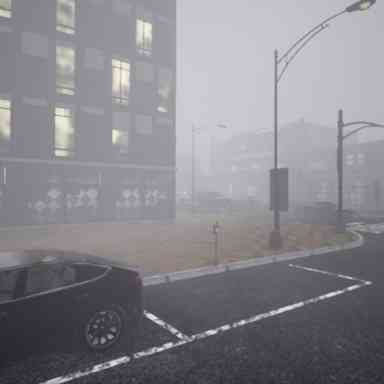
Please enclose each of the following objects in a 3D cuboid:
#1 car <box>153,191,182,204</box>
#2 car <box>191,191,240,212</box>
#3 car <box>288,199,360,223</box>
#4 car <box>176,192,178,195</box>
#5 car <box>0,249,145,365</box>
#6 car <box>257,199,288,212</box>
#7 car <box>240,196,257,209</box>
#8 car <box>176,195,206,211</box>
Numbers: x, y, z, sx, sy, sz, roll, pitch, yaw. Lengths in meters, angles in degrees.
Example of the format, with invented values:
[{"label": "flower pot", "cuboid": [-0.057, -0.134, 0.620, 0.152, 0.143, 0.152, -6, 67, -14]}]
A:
[{"label": "car", "cuboid": [-3.949, 0.790, 52.065, 2.192, 1.841, 5.009, 1, 0, -36]}, {"label": "car", "cuboid": [1.914, 0.895, 34.334, 2.150, 2.045, 5.566, 0, 0, -36]}, {"label": "car", "cuboid": [9.481, 1.358, 23.736, 1.812, 1.442, 4.674, 0, 0, -33]}, {"label": "car", "cuboid": [-0.665, 1.098, 47.601, 2.008, 1.369, 4.403, 1, 0, -36]}, {"label": "car", "cuboid": [-2.738, 1.566, 4.601, 4.313, 1.339, 1.947, 0, 0, -36]}, {"label": "car", "cuboid": [9.205, 1.337, 34.206, 1.802, 1.307, 4.206, 1, 0, -36]}, {"label": "car", "cuboid": [5.917, 1.127, 38.672, 1.967, 1.590, 4.097, 1, 0, -36]}, {"label": "car", "cuboid": [-0.832, 1.228, 33.700, 1.802, 1.307, 4.206, 1, 0, -36]}]
